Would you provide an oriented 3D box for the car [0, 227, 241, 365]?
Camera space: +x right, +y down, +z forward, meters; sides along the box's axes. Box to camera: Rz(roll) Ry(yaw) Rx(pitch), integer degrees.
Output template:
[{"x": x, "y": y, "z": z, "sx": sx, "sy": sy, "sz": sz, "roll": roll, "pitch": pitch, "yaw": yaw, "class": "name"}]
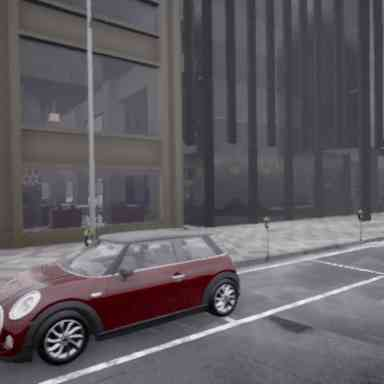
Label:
[{"x": -1.154, "y": 1.427, "z": 5.721, "sx": 4.097, "sy": 1.590, "sz": 1.967, "roll": 0, "pitch": 0, "yaw": -35, "class": "car"}]
